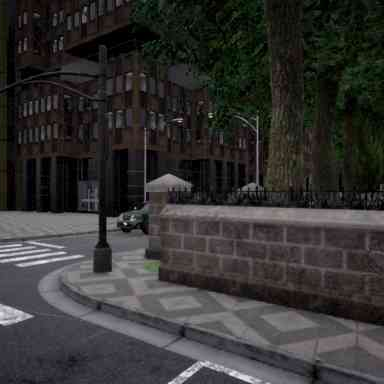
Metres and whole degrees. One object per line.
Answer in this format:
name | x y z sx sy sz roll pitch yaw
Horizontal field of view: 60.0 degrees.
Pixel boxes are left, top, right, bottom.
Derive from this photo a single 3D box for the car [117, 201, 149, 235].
car | -2.363 1.584 22.004 2.150 2.045 5.566 0 -1 35
